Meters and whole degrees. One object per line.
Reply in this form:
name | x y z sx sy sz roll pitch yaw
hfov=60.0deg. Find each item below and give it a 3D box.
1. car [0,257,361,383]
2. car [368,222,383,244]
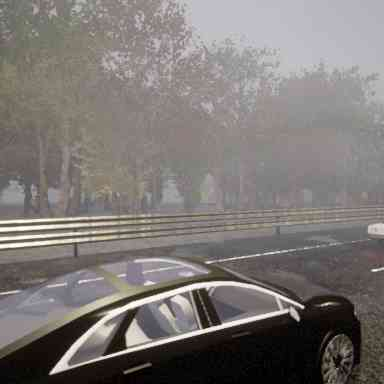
car | -0.109 1.490 3.570 4.902 1.511 2.128 0 0 -35
car | 9.707 1.579 14.206 4.718 1.301 1.895 0 0 -32
